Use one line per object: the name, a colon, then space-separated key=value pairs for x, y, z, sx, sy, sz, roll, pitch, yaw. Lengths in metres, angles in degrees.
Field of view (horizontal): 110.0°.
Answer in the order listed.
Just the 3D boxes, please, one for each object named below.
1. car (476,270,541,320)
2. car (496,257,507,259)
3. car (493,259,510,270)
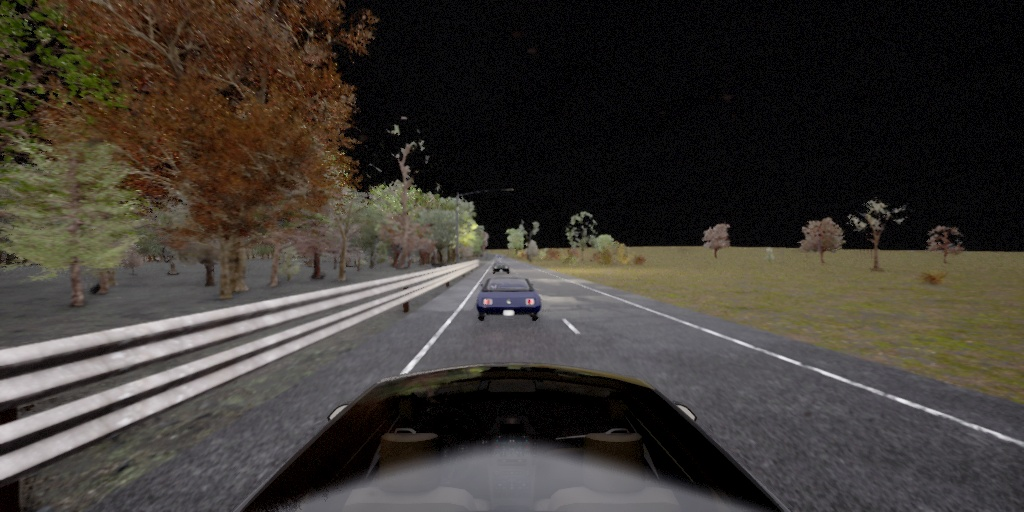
car: x=-0.172 y=1.342 z=12.476 sx=1.895 sy=1.301 sz=4.718 roll=0 pitch=0 yaw=-2
car: x=-2.107 y=1.269 z=64.685 sx=1.895 sy=1.301 sz=4.718 roll=0 pitch=0 yaw=-2
car: x=-1.256 y=1.307 z=41.719 sx=1.895 sy=1.301 sz=4.718 roll=0 pitch=0 yaw=-2
